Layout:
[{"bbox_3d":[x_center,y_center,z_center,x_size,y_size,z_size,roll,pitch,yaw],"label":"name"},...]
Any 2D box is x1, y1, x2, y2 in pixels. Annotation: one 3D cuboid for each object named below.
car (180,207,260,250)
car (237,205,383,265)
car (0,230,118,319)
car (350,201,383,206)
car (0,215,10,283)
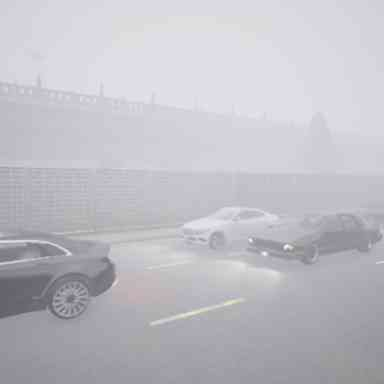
[{"bbox_3d":[1.706,1.346,13.625,4.674,1.442,1.812,-1,1,-34],"label":"car"},{"bbox_3d":[4.296,1.368,11.177,5.357,1.411,2.033,-1,1,-35],"label":"car"},{"bbox_3d":[-3.736,1.468,5.658,4.902,1.511,2.128,-1,1,-35],"label":"car"},{"bbox_3d":[10.118,1.222,19.403,4.181,1.385,1.994,-1,1,-33],"label":"car"},{"bbox_3d":[-7.115,1.469,7.575,5.008,1.535,1.882,-1,1,-35],"label":"car"}]
